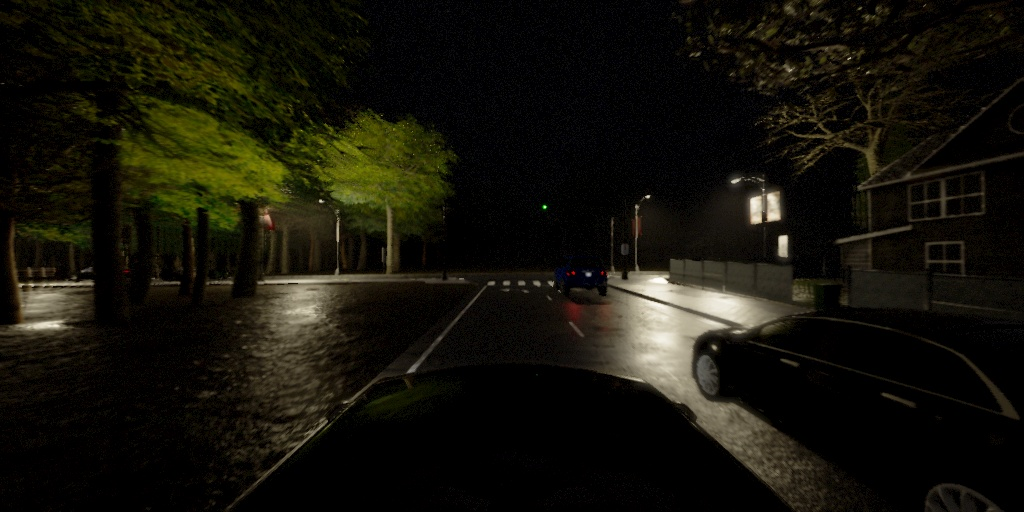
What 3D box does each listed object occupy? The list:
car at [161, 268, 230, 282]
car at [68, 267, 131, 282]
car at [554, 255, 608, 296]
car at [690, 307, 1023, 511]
[{"bbox_3d":[-27.678,1.656,31.466,4.718,1.301,1.895,-1,-1,0],"label":"car"},{"bbox_3d":[-40.086,1.764,34.877,4.902,1.511,2.128,-1,-1,1],"label":"car"},{"bbox_3d":[3.629,0.975,19.625,2.150,2.045,5.566,0,0,0],"label":"car"},{"bbox_3d":[3.600,1.258,3.480,1.837,1.490,4.892,0,-1,0],"label":"car"}]
